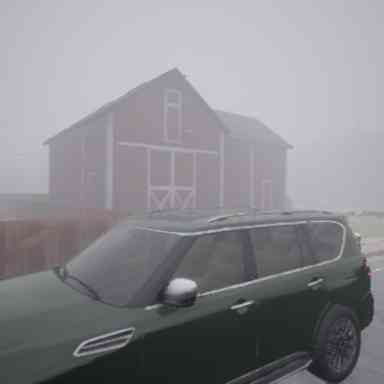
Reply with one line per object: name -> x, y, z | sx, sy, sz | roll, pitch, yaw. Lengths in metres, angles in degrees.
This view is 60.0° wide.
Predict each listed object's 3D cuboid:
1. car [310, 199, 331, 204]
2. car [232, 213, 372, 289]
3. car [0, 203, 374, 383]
car -> 22.279, 1.997, 57.870 | 1.812, 1.442, 4.674 | 1, -1, -14
car -> 3.389, 1.533, 9.943 | 4.193, 1.474, 1.816 | 1, 5, -38
car -> -0.056, 1.240, 3.951 | 5.566, 2.045, 2.150 | 1, 0, -35
